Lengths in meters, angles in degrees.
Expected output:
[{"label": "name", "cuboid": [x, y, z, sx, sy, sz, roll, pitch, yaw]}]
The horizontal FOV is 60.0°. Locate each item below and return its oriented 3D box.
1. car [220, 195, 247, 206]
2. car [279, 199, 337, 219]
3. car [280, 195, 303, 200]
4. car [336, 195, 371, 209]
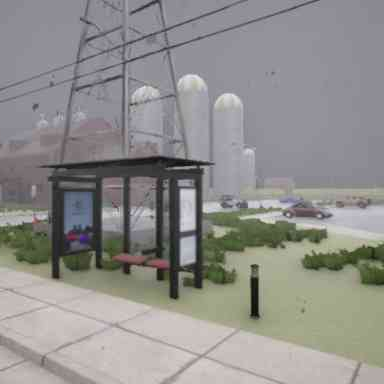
[{"label": "car", "cuboid": [5.687, 1.346, 45.780, 3.866, 1.878, 1.905, 0, 0, 35]}, {"label": "car", "cuboid": [9.702, 1.533, 28.021, 3.905, 1.438, 1.784, 0, 0, 35]}, {"label": "car", "cuboid": [19.505, 1.514, 65.655, 4.611, 1.667, 2.242, 0, 0, 35]}, {"label": "car", "cuboid": [22.386, 1.324, 46.581, 4.605, 1.855, 1.932, 0, 0, 35]}]
